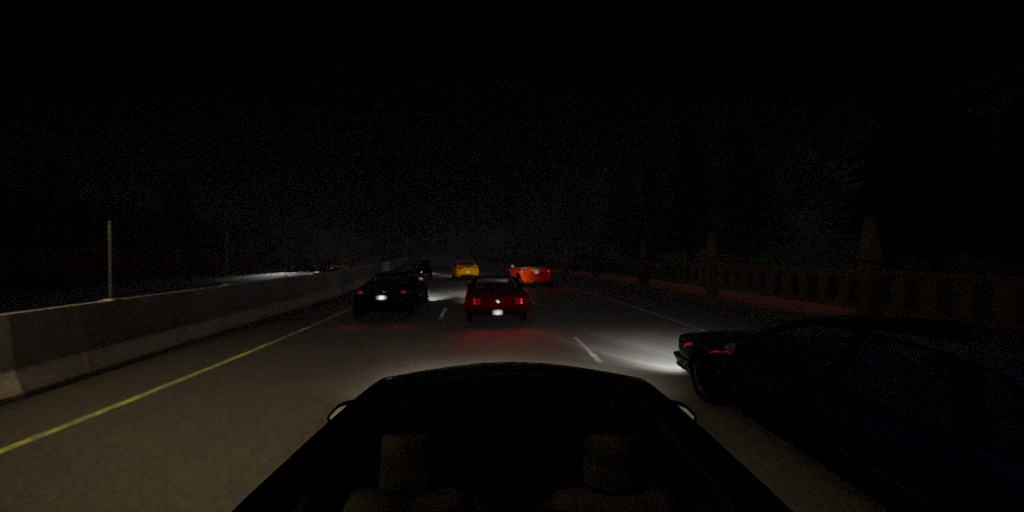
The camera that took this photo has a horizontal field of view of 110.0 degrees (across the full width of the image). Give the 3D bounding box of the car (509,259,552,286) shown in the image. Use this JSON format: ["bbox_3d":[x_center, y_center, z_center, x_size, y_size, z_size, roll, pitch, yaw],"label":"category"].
[{"bbox_3d":[1.067,0.964,23.488,2.097,1.767,4.553,0,0,-11],"label":"car"}]

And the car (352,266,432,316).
[{"bbox_3d":[-4.281,1.261,13.178,1.994,1.385,4.181,0,0,-6],"label":"car"}]

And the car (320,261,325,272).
[{"bbox_3d":[-22.146,1.088,44.186,1.837,1.490,4.892,0,0,-14],"label":"car"}]

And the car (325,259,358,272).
[{"bbox_3d":[-16.072,1.093,34.454,1.882,1.535,5.008,0,0,-14],"label":"car"}]

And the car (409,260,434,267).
[{"bbox_3d":[-8.244,1.098,32.724,1.837,1.490,4.892,0,0,-14],"label":"car"}]

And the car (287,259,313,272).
[{"bbox_3d":[-25.506,1.094,43.197,2.128,1.511,4.902,0,0,-14],"label":"car"}]

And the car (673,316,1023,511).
[{"bbox_3d":[3.497,1.274,3.184,2.033,1.411,5.357,0,0,-1],"label":"car"}]

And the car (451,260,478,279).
[{"bbox_3d":[-3.961,1.070,29.942,1.882,1.535,5.008,0,0,-13],"label":"car"}]

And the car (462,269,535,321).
[{"bbox_3d":[-0.627,1.288,12.287,1.895,1.301,4.718,0,0,-6],"label":"car"}]
